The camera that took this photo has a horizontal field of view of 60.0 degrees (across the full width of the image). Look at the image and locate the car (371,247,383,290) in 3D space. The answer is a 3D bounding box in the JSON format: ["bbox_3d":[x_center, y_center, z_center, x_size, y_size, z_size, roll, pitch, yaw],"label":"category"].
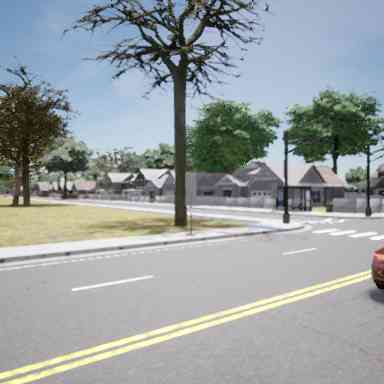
[{"bbox_3d":[5.908,1.501,7.655,4.674,1.442,1.812,1,0,-36],"label":"car"}]
